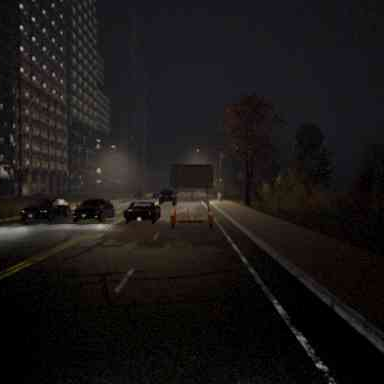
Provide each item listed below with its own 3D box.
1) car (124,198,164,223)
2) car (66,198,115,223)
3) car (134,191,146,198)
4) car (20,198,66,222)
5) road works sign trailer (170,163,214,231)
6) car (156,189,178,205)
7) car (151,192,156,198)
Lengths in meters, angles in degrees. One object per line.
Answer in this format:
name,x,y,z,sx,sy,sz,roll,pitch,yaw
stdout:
car,-3.159,1.289,22.102,1.895,1.301,4.718,0,1,0
car,-6.600,1.186,22.722,1.837,1.490,4.892,0,0,0
car,-9.796,0.627,62.812,1.837,1.490,4.892,0,1,0
car,-9.849,1.172,22.751,2.128,1.511,4.902,0,1,0
road works sign trailer,-0.007,0.202,18.560,2.380,3.560,2.880,0,1,0
car,-3.172,0.603,44.425,2.150,2.045,5.566,0,1,0
car,-6.551,0.688,62.844,1.994,1.385,4.181,0,1,1
